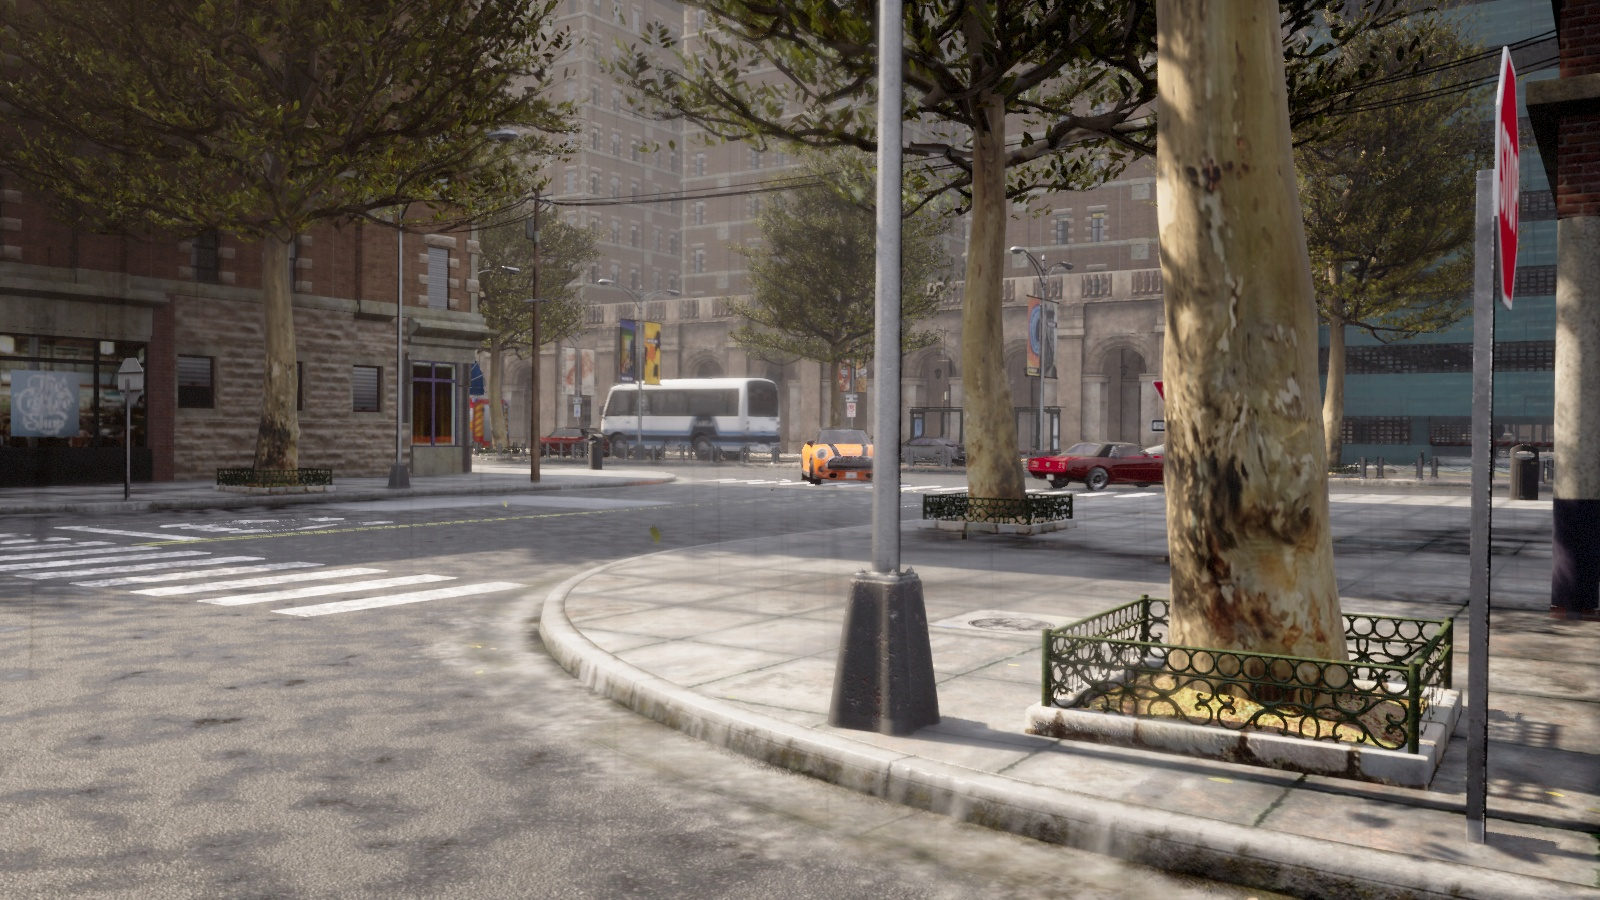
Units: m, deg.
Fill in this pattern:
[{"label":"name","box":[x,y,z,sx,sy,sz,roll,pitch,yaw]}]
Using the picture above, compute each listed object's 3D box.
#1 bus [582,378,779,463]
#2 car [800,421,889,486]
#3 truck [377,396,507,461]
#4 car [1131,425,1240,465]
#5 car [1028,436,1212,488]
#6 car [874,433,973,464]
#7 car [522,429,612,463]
[{"label":"bus","box":[-6.488,-1.503,67.151,10.273,4.253,3.944,0,1,33]},{"label":"car","box":[1.232,0.075,36.870,2.097,1.767,4.553,-1,1,-5]},{"label":"truck","box":[-22.153,-1.291,77.492,8.468,3.827,2.891,0,1,33]},{"label":"car","box":[16.050,-0.230,52.305,3.988,1.617,1.851,0,1,33]},{"label":"car","box":[8.755,0.284,34.334,4.718,1.301,1.895,-1,1,-24]},{"label":"car","box":[5.796,-0.064,59.074,4.181,1.385,1.994,0,1,34]},{"label":"car","box":[-12.422,-0.211,66.898,4.553,1.767,2.097,0,1,33]}]
